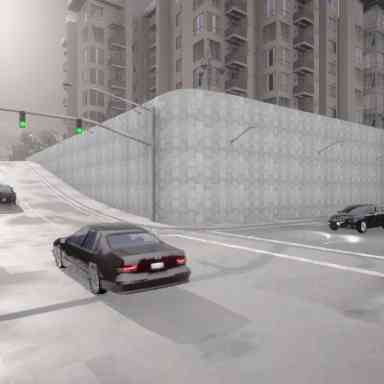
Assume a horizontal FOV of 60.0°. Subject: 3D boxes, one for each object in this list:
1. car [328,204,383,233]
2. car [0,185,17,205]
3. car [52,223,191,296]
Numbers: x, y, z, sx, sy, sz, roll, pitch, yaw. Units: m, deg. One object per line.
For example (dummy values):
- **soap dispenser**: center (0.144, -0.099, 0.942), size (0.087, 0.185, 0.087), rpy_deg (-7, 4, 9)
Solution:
- **car**: center (10.056, 1.505, 19.773), size (4.892, 1.490, 1.837), rpy_deg (0, 0, -36)
- **car**: center (-16.464, 0.097, 28.693), size (1.882, 1.535, 5.008), rpy_deg (0, 9, -36)
- **car**: center (-2.171, 1.548, 8.809), size (2.033, 1.411, 5.357), rpy_deg (0, 0, -36)
